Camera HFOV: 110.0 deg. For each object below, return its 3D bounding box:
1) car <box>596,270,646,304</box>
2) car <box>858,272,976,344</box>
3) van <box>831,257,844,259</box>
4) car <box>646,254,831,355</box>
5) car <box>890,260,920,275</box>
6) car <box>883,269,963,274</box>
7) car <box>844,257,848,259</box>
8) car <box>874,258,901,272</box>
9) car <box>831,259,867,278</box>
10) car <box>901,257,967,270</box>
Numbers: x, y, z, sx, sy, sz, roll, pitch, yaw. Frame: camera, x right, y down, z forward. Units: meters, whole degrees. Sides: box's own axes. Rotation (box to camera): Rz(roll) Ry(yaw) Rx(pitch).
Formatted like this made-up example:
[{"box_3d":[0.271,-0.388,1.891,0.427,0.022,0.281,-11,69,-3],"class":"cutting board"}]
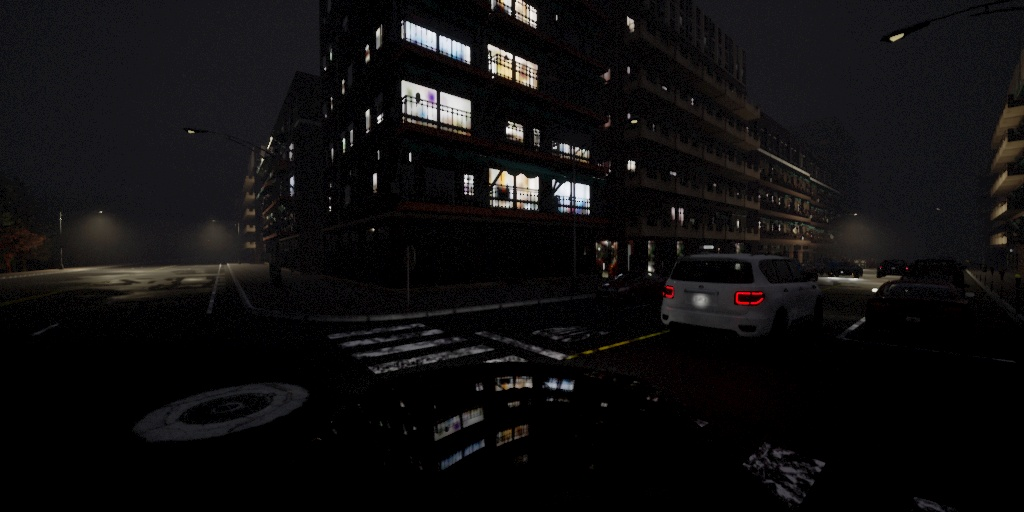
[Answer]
[{"box_3d":[5.511,1.303,15.969,4.207,1.307,1.802,0,0,-39],"class":"car"},{"box_3d":[10.788,1.295,9.501,4.507,1.381,1.888,0,0,-39],"class":"car"},{"box_3d":[35.973,1.052,40.852,3.998,1.789,1.690,0,0,-39],"class":"van"},{"box_3d":[5.919,0.964,8.993,5.566,2.045,2.150,0,0,-39],"class":"car"},{"box_3d":[42.487,1.209,38.765,5.008,1.535,1.882,0,0,-39],"class":"car"},{"box_3d":[14.910,1.314,12.865,4.313,1.339,1.948,0,0,-39],"class":"car"},{"box_3d":[40.343,1.025,44.455,5.009,1.841,2.192,0,0,-39],"class":"car"},{"box_3d":[34.644,1.084,32.336,4.553,1.767,2.097,0,0,-39],"class":"car"},{"box_3d":[31.270,1.286,33.559,4.181,1.385,1.994,0,0,-39],"class":"car"},{"box_3d":[23.685,1.059,20.028,5.009,1.841,2.192,0,0,-39],"class":"car"}]
